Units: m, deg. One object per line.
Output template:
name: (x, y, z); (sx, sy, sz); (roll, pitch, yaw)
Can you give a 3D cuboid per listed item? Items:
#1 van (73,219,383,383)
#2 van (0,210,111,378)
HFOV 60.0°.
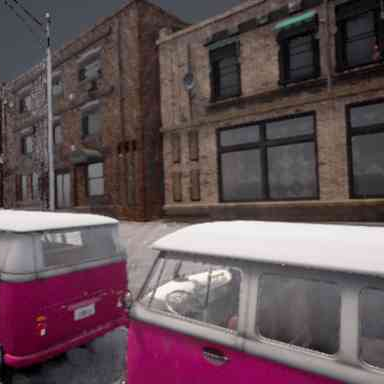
van: (1.357, 1.256, 2.348); (4.442, 1.987, 1.878); (-1, 0, 36)
van: (-3.158, 1.311, 5.570); (4.442, 1.987, 1.878); (-1, 0, 36)
